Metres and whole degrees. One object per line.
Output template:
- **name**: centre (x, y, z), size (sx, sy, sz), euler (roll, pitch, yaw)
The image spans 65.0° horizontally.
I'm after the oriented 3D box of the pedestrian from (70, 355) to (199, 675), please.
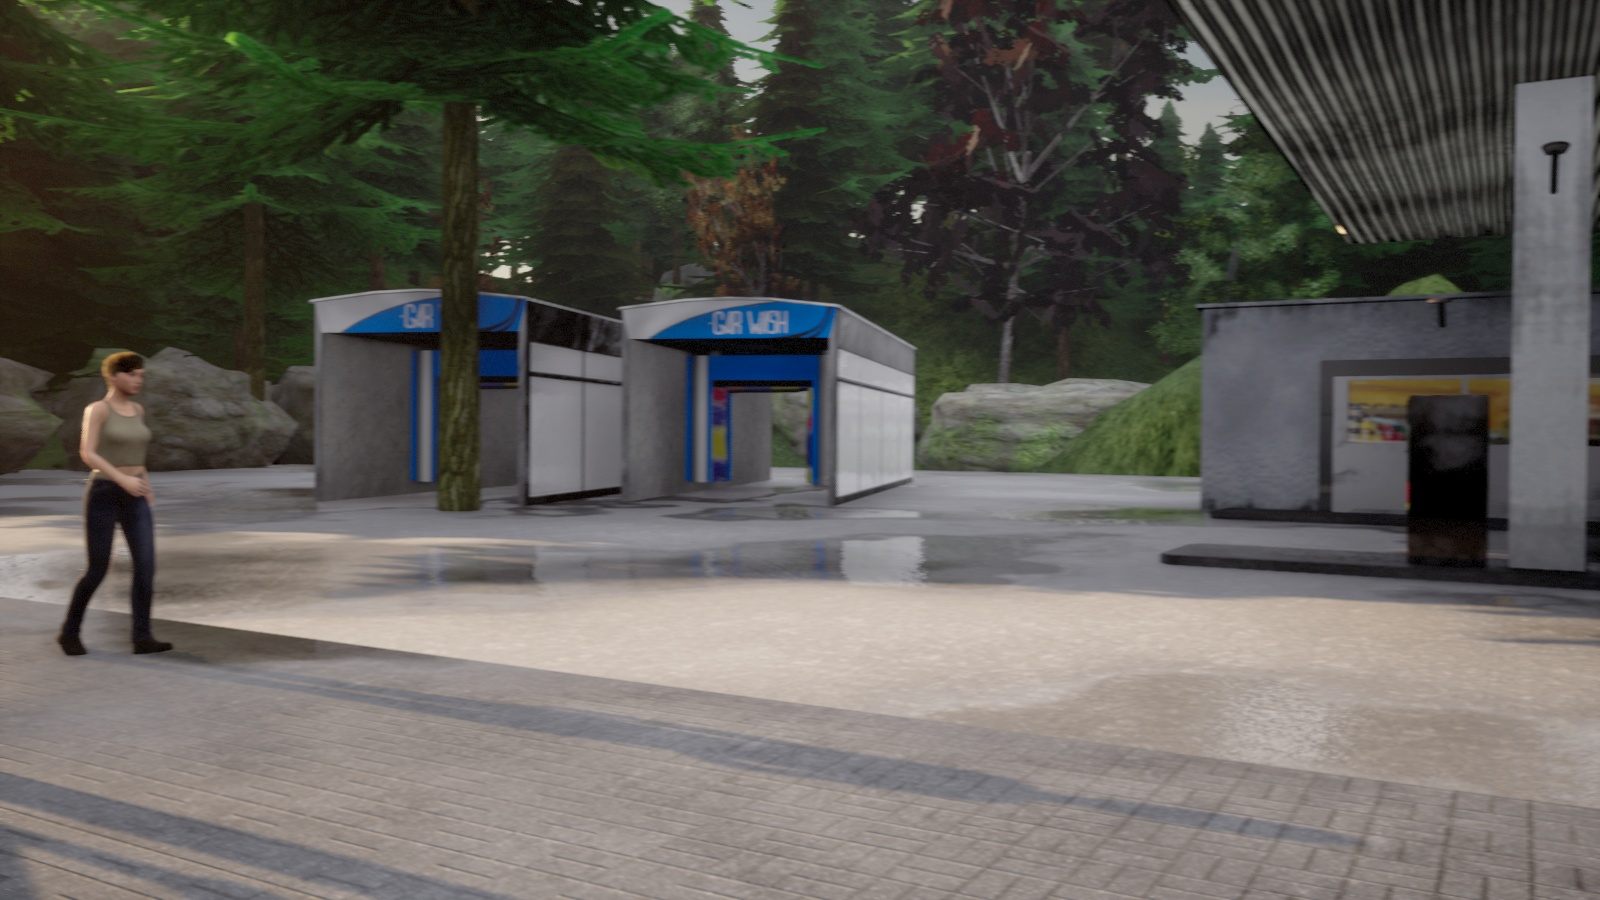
- **pedestrian**: centre (-3.957, 0.371, 7.473), size (0.594, 1.836, 0.345), euler (0, 1, 22)
